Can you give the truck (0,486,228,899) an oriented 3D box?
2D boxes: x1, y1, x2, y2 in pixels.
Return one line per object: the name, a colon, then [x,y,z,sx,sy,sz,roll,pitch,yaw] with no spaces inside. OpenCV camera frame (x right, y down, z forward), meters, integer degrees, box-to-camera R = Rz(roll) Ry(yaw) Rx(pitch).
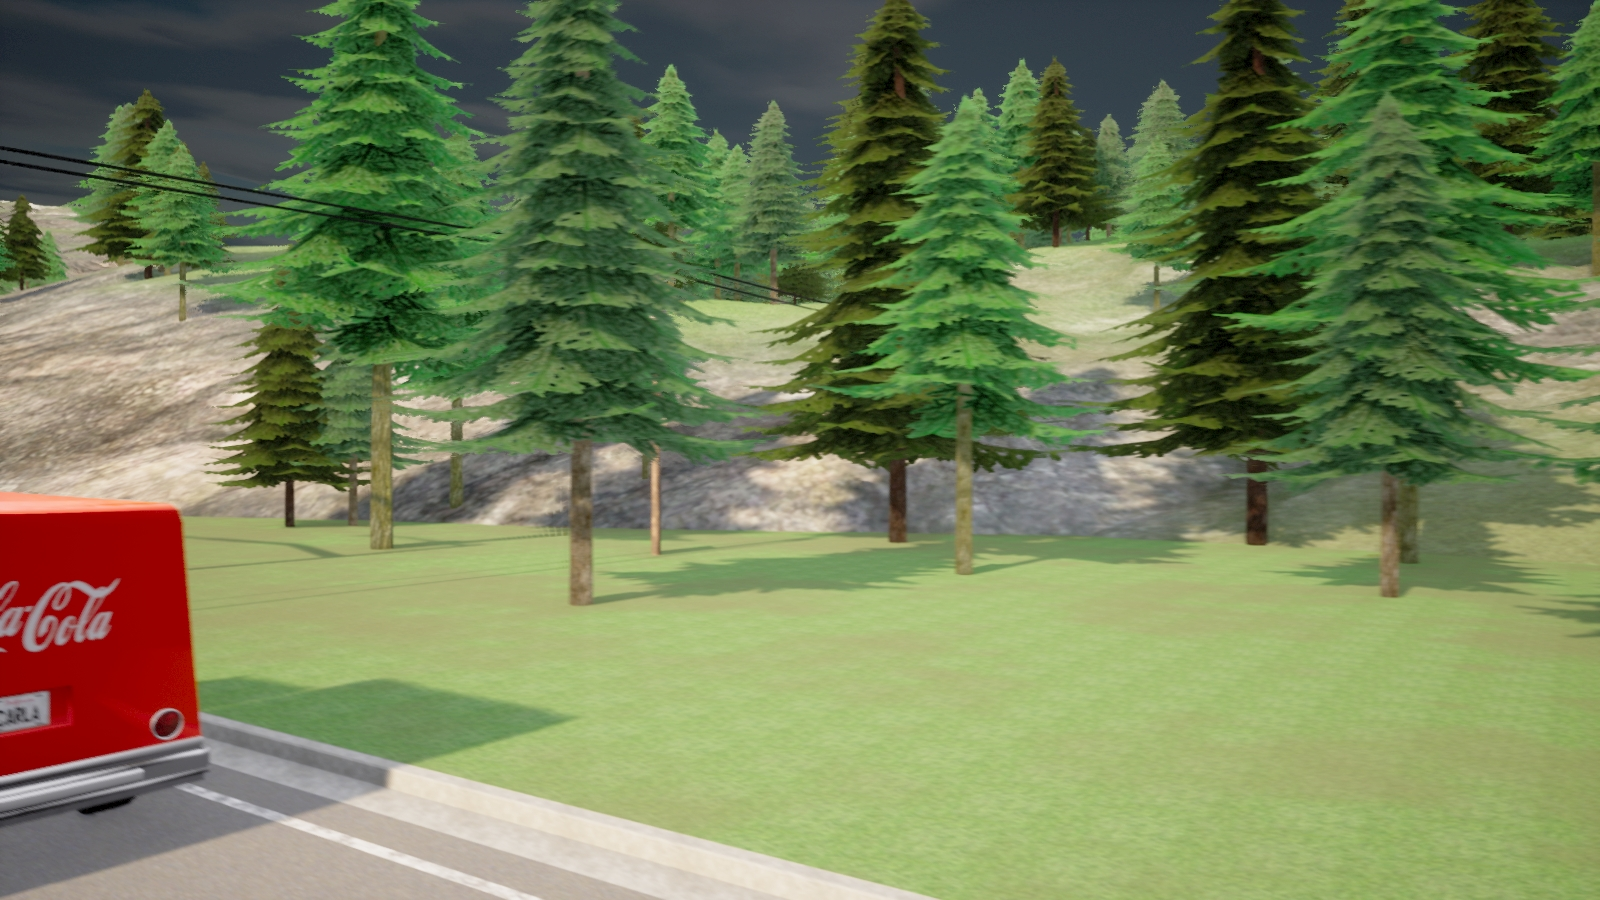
truck: [-7.054,1.565,8.706,5.204,2.467,2.627,0,0,34]
